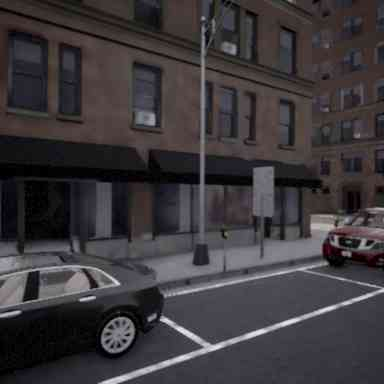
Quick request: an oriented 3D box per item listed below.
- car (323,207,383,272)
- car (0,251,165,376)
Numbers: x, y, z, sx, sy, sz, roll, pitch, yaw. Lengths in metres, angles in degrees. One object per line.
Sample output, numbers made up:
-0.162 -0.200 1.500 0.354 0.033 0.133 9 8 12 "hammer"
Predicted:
6.348 1.424 10.702 5.009 1.841 2.192 1 0 -35 "car"
-2.472 1.556 4.423 4.403 1.369 2.008 1 0 -35 "car"
